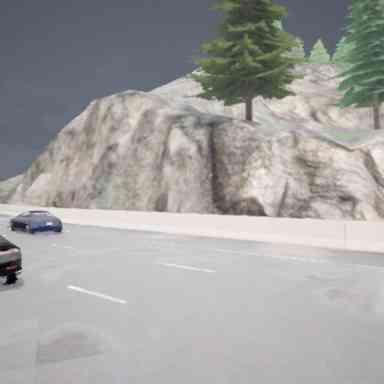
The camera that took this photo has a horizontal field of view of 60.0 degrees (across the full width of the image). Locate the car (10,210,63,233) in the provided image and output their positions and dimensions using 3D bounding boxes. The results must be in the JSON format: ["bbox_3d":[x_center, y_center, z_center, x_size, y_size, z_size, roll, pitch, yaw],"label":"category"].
[{"bbox_3d":[-9.866,1.847,20.874,4.181,1.385,1.994,-1,-1,42],"label":"car"}]

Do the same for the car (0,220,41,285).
[{"bbox_3d":[-6.306,1.616,8.780,4.902,1.511,2.128,-1,-1,39],"label":"car"}]
